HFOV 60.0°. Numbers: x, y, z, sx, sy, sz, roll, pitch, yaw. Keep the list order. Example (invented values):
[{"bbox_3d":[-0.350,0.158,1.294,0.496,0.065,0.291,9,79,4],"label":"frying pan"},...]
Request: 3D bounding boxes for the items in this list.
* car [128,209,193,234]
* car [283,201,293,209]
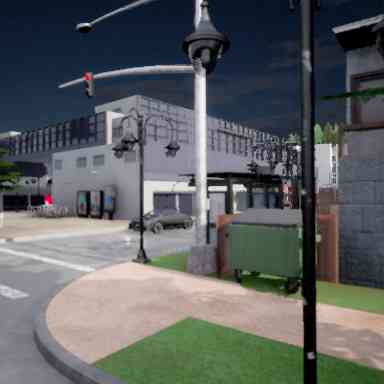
[{"bbox_3d":[-1.853,1.722,20.470,1.994,1.385,4.181,-1,0,41],"label":"car"},{"bbox_3d":[10.585,1.650,34.992,2.128,1.511,4.902,-1,0,41],"label":"car"}]
